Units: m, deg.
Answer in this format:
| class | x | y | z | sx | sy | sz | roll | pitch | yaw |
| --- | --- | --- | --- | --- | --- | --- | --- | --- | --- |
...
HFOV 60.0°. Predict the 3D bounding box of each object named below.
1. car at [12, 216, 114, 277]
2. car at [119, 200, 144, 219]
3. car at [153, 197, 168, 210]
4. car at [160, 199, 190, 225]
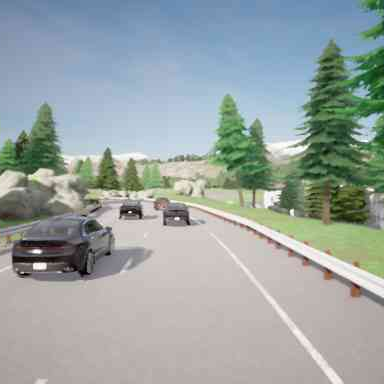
| class | x | y | z | sx | sy | sz | roll | pitch | yaw |
| --- | --- | --- | --- | --- | --- | --- | --- | --- | --- |
| car | -3.711 | 1.512 | 10.318 | 1.837 | 1.490 | 4.892 | 0 | 0 | -2 |
| car | -5.319 | 1.488 | 29.495 | 1.882 | 1.535 | 5.008 | 0 | 0 | -7 |
| car | -3.891 | 1.439 | 42.463 | 2.033 | 1.649 | 4.856 | 0 | 0 | -12 |
| car | -1.219 | 1.508 | 24.245 | 1.837 | 1.490 | 4.892 | 0 | 0 | -6 |
